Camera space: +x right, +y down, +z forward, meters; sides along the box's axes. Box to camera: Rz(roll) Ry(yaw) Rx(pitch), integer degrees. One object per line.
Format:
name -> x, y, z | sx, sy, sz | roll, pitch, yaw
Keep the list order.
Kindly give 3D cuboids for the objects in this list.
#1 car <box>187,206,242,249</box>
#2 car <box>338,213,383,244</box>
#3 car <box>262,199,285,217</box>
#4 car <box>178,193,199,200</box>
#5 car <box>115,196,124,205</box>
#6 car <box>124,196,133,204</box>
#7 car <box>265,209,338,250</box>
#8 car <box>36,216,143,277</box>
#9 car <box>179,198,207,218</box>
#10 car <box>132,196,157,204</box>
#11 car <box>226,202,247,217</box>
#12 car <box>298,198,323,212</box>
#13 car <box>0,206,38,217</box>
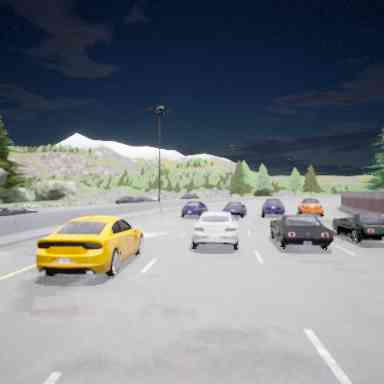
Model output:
car -> 1.071, 1.545, 14.532 | 1.812, 1.442, 4.674 | 0, 0, 6
car -> 8.262, 1.640, 15.914 | 1.895, 1.301, 4.718 | 0, 0, 7
car -> 7.803, 1.408, 31.885 | 2.097, 1.767, 4.553 | 0, 0, 14
car -> -0.597, 1.288, 61.338 | 2.150, 2.045, 5.566 | 0, 0, 25
car -> -12.180, 1.538, 60.932 | 1.837, 1.490, 4.892 | 0, 0, 23
car -> -9.327, 1.517, 58.675 | 1.882, 1.535, 5.008 | 0, 0, 23
car -> 4.575, 1.629, 14.620 | 1.895, 1.301, 4.718 | 0, 0, 6
car -> -2.850, 1.482, 10.361 | 1.882, 1.535, 5.008 | 0, 0, 4
car -> 0.297, 1.560, 30.682 | 1.812, 1.442, 4.674 | 0, 0, 13
car -> -7.349, 1.603, 54.128 | 1.994, 1.385, 4.181 | 0, 0, 21
car -> 4.125, 1.609, 31.561 | 1.994, 1.385, 4.181 | 0, 0, 14
car -> 11.757, 1.419, 33.154 | 2.097, 1.767, 4.553 | 0, 0, 15
car -> -12.299, 1.592, 21.736 | 1.895, 1.301, 4.718 | 0, 0, 9
